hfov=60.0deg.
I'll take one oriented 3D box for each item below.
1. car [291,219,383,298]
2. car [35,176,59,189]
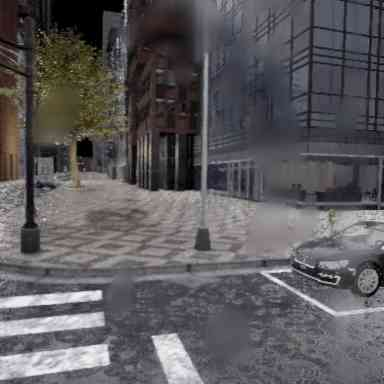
[{"bbox_3d":[4.365,1.298,7.417,4.403,1.369,2.008,0,2,-17],"label":"car"},{"bbox_3d":[-19.472,-1.382,44.375,2.097,1.767,4.553,0,3,-17],"label":"car"}]
